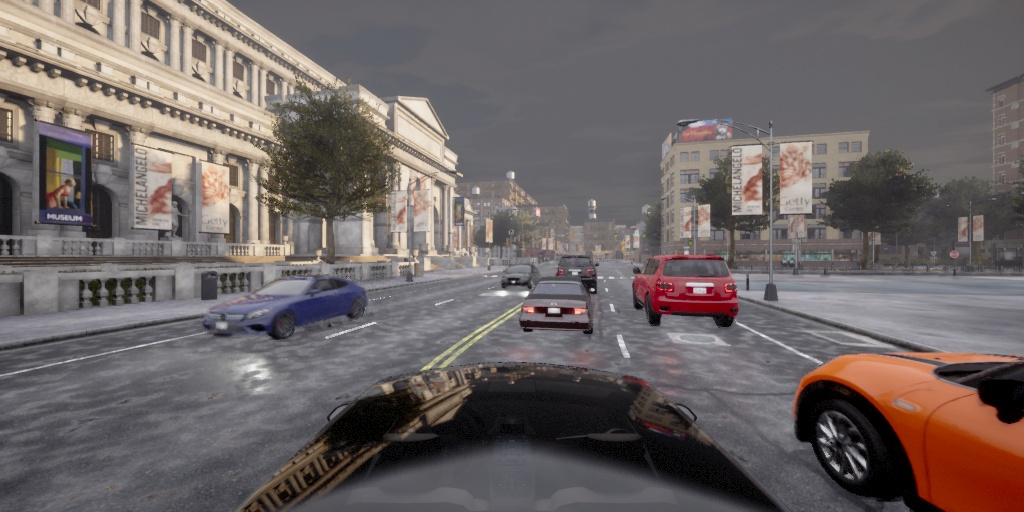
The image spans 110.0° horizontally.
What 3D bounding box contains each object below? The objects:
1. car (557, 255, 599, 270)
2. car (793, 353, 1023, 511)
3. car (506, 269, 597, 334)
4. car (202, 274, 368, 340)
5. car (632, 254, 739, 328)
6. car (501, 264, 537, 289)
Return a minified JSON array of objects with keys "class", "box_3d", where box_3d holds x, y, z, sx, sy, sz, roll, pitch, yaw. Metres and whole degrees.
[{"class":"car","box_3d":[3.786,0.971,20.656,2.150,2.045,5.566,0,0,13]},{"class":"car","box_3d":[3.832,1.102,1.650,2.097,1.767,4.553,0,0,0]},{"class":"car","box_3d":[1.455,1.297,10.677,2.033,1.411,5.357,0,0,11]},{"class":"car","box_3d":[-5.977,1.276,10.214,1.812,1.442,4.674,0,0,11]},{"class":"car","box_3d":[5.327,0.971,11.717,2.150,2.045,5.566,0,0,12]},{"class":"car","box_3d":[0.653,1.263,23.097,1.837,1.490,4.892,0,0,14]}]
